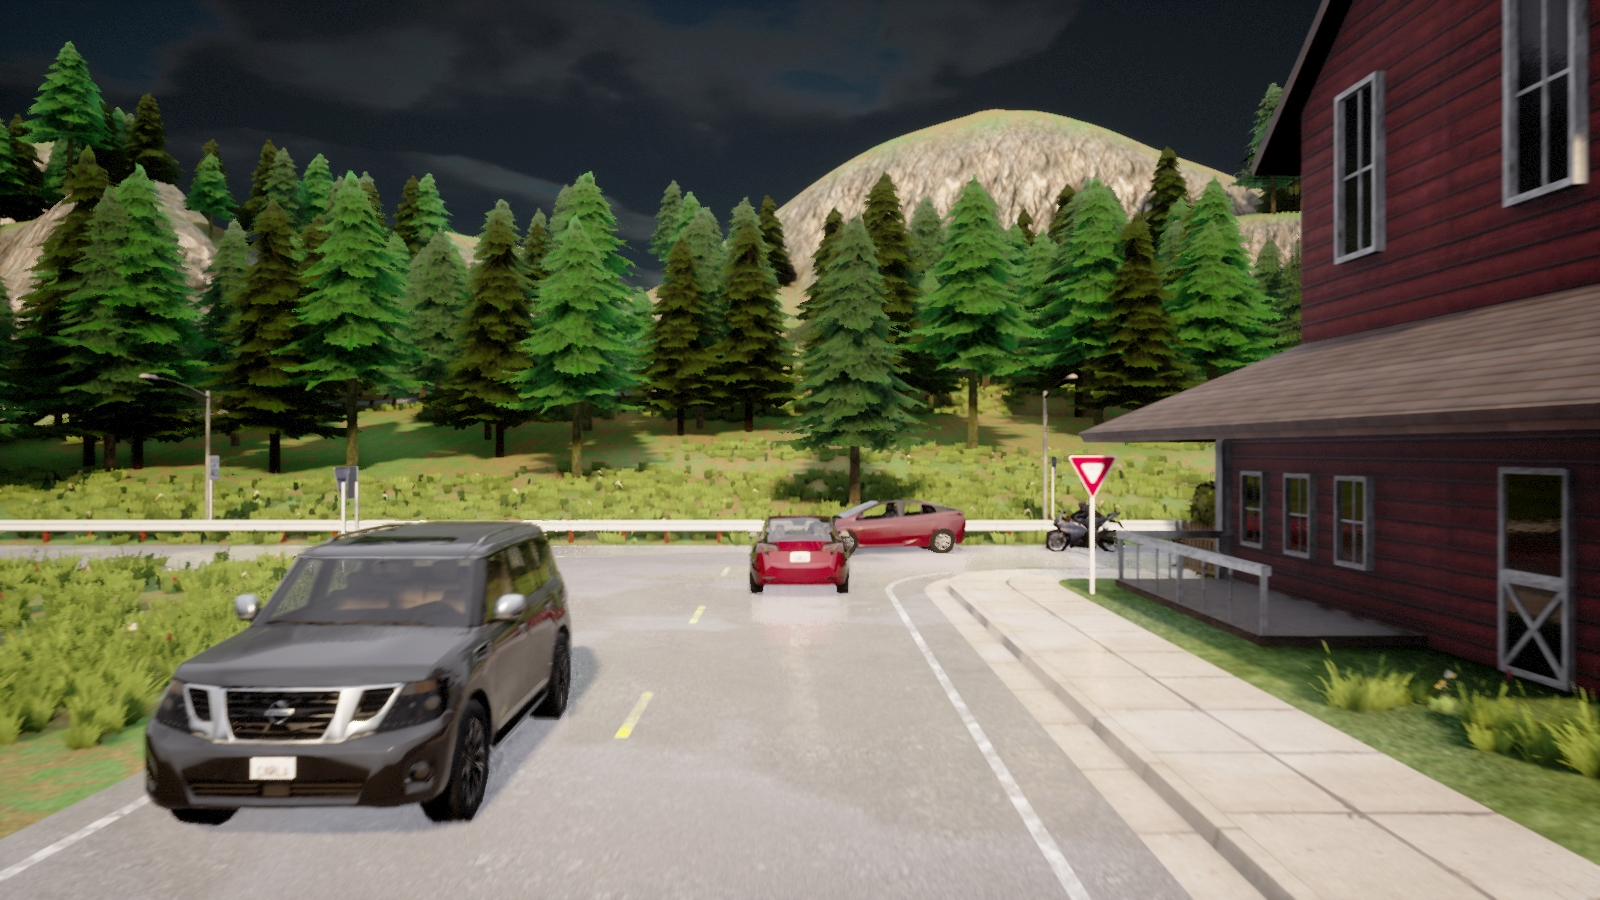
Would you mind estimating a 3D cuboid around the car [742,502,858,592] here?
[{"bbox_3d":[-0.014,1.931,23.790,2.163,1.488,4.792,0,0,0],"label":"car"}]

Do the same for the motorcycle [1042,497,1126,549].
[{"bbox_3d":[8.222,2.101,33.091,2.209,1.460,0.867,0,0,0],"label":"motorcycle"}]

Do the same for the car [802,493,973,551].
[{"bbox_3d":[2.459,2.019,32.618,4.514,1.525,2.007,0,0,-10],"label":"car"}]

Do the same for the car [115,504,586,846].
[{"bbox_3d":[-3.538,1.640,10.456,2.150,2.045,5.566,0,0,0],"label":"car"}]
